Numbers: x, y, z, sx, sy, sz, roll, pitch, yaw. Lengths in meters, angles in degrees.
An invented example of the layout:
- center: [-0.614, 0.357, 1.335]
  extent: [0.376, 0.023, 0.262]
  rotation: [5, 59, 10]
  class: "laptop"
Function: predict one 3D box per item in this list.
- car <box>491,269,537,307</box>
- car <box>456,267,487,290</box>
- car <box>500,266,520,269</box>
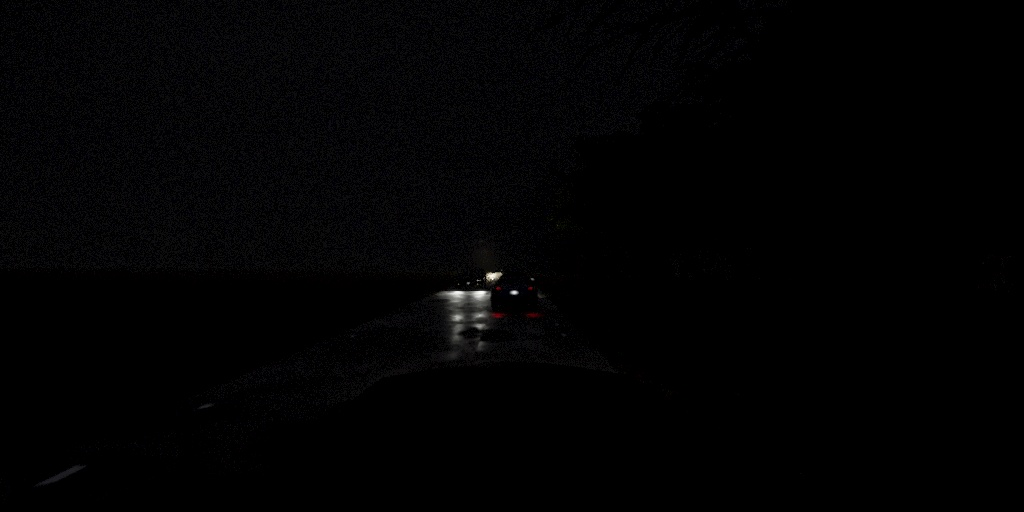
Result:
- center: [0.095, 1.484, 16.546]
  extent: [1.994, 1.385, 4.181]
  rotation: [0, -1, 0]
  class: "car"
- center: [-2.842, 1.572, 25.736]
  extent: [1.837, 1.490, 4.892]
  rotation: [0, -1, 0]
  class: "car"
- center: [0.135, 1.806, 35.250]
  extent: [2.033, 1.411, 5.357]
  rotation: [0, -1, 0]
  class: "car"
